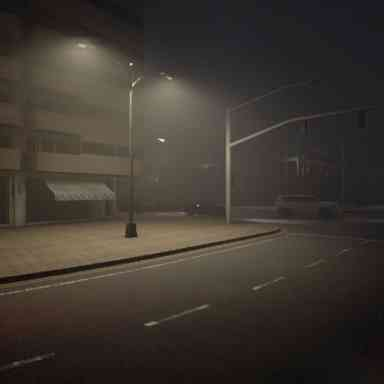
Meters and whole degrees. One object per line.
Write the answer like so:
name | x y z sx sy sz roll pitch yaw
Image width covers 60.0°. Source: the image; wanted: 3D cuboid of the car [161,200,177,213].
car | -2.430 1.619 38.791 4.181 1.385 1.994 0 0 41

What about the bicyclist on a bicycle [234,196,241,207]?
bicyclist on a bicycle | 6.415 1.356 46.991 0.582 1.620 1.656 0 0 41

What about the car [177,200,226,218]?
car | 1.356 1.547 30.911 4.902 1.511 2.128 0 0 41

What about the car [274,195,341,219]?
car | 9.999 1.256 29.158 5.566 2.045 2.150 -1 -1 30

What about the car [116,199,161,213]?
car | -6.143 1.533 37.365 5.008 1.535 1.882 1 0 41

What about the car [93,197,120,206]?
car | -15.272 1.603 59.228 5.357 1.411 2.033 0 0 41
